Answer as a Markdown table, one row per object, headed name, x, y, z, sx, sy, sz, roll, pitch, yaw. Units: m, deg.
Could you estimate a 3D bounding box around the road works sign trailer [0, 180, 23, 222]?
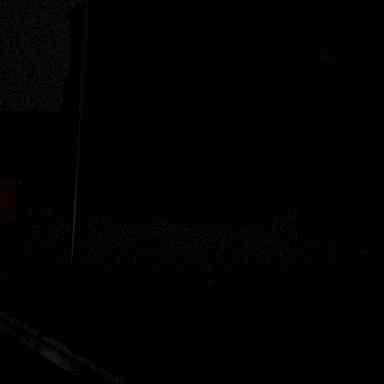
| name | x | y | z | sx | sy | sz | roll | pitch | yaw |
| --- | --- | --- | --- | --- | --- | --- | --- | --- | --- |
| road works sign trailer | -10.935 | 0.514 | 17.097 | 2.880 | 2.380 | 3.560 | 3 | 3 | -7 |
